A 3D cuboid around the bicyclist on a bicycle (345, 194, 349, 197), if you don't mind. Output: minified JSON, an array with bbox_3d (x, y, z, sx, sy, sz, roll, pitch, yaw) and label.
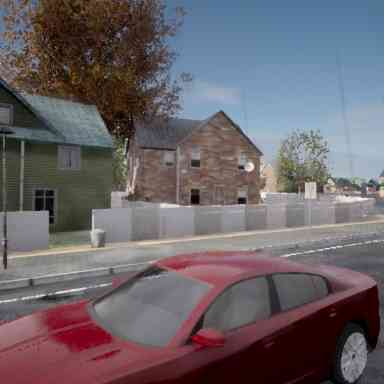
[{"bbox_3d":[20.153,1.036,43.350,1.656,1.620,0.582,1,0,-20],"label":"bicyclist on a bicycle"}]

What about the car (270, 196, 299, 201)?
[{"bbox_3d":[12.925,1.010,46.171,1.882,1.535,5.008,1,0,-20],"label":"car"}]

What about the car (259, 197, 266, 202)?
[{"bbox_3d":[13.170,1.077,54.268,1.895,1.301,4.718,1,0,-20],"label":"car"}]

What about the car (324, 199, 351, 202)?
[{"bbox_3d":[16.238,1.190,36.844,1.837,1.490,4.892,1,1,-20],"label":"car"}]

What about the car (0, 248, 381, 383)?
[{"bbox_3d":[0.162,1.478,3.773,5.008,1.535,1.882,0,0,-35],"label":"car"}]

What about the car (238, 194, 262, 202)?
[{"bbox_3d":[9.618,0.978,55.496,1.895,1.301,4.718,1,0,-19],"label":"car"}]
